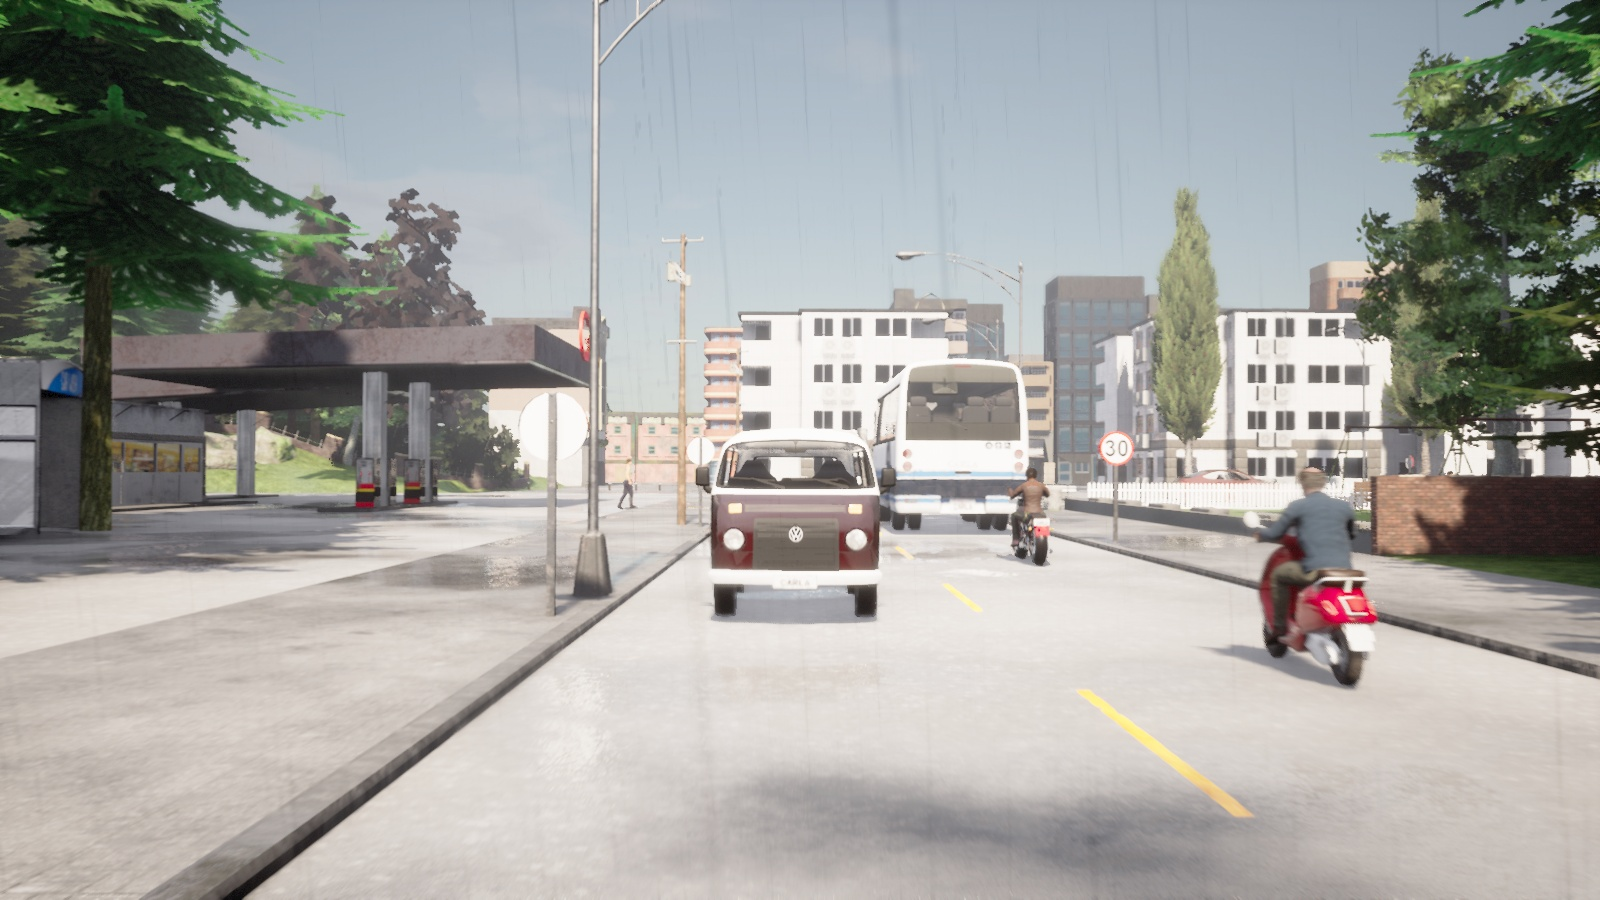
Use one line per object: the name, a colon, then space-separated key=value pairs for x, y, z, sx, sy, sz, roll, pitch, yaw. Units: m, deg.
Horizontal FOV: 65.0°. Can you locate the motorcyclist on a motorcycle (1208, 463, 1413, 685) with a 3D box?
motorcyclist on a motorcycle: x=3.969 y=0.905 z=9.943 sx=0.866 sy=1.590 sz=1.817 roll=0 pitch=-1 yaw=0

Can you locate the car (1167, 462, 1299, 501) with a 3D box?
car: x=18.805 y=1.370 z=54.704 sx=5.027 sy=1.651 sz=2.152 roll=0 pitch=-1 yaw=0

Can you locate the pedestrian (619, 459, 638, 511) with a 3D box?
pedestrian: x=-6.179 y=1.252 z=45.175 sx=0.594 sy=1.836 sz=0.345 roll=0 pitch=-1 yaw=-26

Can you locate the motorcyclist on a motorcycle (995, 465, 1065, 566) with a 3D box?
motorcyclist on a motorcycle: x=3.928 y=1.085 z=21.642 sx=0.766 sy=1.649 sz=2.350 roll=0 pitch=-1 yaw=0

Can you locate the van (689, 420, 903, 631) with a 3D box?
van: x=-0.048 y=0.761 z=14.422 sx=2.069 sy=2.038 sz=4.480 roll=0 pitch=-1 yaw=0

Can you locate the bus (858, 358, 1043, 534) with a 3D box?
bus: x=3.874 y=-0.024 z=35.562 sx=3.944 sy=4.253 sz=10.273 roll=0 pitch=-1 yaw=0
